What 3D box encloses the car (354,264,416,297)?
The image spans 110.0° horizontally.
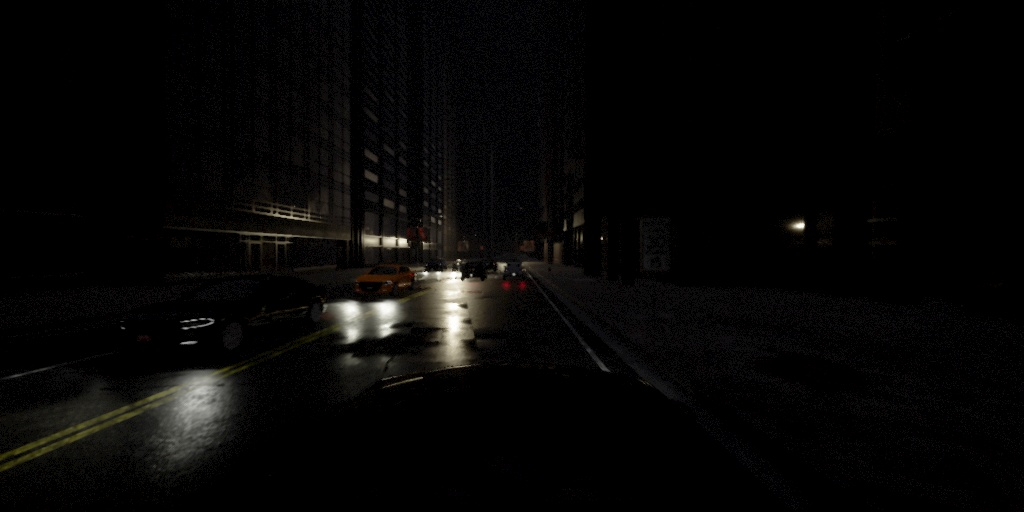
[{"bbox_3d":[-6.525,1.189,18.938,1.882,1.535,5.008,0,0,0],"label":"car"}]

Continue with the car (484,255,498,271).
[{"bbox_3d":[-2.997,1.053,46.600,2.097,1.767,4.553,0,0,1],"label":"car"}]

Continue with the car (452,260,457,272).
[{"bbox_3d":[-6.326,1.187,45.263,2.128,1.511,4.902,0,0,0],"label":"car"}]

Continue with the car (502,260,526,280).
[{"bbox_3d":[0.174,1.252,31.271,1.812,1.442,4.674,0,0,0],"label":"car"}]

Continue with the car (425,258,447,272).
[{"bbox_3d":[-9.575,1.033,45.422,2.097,1.767,4.553,0,0,0],"label":"car"}]

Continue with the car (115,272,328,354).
[{"bbox_3d":[-6.578,1.197,8.909,1.882,1.535,5.008,0,0,0],"label":"car"}]

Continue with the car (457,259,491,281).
[{"bbox_3d":[-3.082,1.221,29.836,1.837,1.490,4.892,0,0,1],"label":"car"}]
